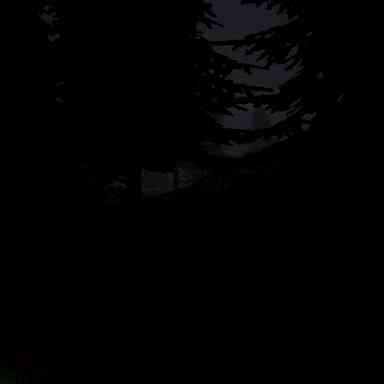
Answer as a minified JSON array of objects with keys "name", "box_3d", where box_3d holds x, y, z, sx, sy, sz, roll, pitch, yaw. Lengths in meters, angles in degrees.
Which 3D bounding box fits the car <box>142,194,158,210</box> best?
[{"name":"car","box_3d":[-6.438,1.206,39.240,2.150,2.045,5.566,0,0,37]}]
